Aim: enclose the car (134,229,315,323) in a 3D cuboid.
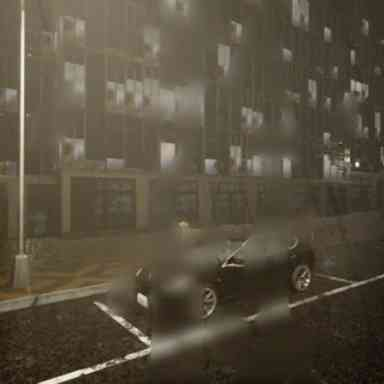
[{"bbox_3d":[0.894,1.533,7.188,4.313,1.339,1.947,0,1,-36],"label":"car"}]
